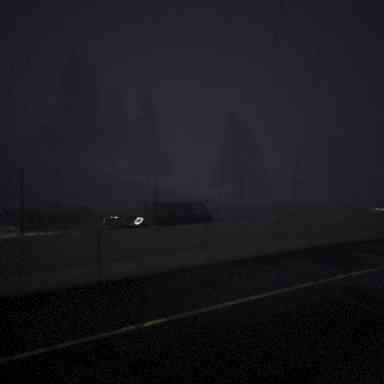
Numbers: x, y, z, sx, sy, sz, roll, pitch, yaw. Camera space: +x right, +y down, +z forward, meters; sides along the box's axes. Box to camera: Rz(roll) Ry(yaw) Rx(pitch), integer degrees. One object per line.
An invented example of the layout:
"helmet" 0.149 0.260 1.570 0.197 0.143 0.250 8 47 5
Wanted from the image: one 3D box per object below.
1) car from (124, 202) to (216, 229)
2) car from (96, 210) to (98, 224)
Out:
"car" -1.122 1.214 15.837 4.553 1.767 2.097 0 1 -33
"car" -7.572 1.379 19.969 4.718 1.301 1.895 0 1 -34
